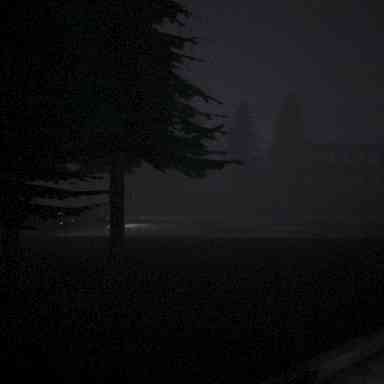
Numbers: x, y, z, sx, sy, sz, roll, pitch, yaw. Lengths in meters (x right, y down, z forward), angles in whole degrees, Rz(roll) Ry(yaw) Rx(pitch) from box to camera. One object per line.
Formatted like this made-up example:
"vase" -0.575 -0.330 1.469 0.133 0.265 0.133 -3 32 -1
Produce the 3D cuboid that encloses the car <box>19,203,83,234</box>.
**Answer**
"car" -9.363 1.215 18.599 5.566 2.045 2.150 0 0 3

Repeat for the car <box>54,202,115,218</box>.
"car" -9.366 1.580 29.114 4.718 1.301 1.895 0 0 3

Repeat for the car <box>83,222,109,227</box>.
"car" -7.530 1.549 22.010 4.181 1.385 1.994 0 0 3
